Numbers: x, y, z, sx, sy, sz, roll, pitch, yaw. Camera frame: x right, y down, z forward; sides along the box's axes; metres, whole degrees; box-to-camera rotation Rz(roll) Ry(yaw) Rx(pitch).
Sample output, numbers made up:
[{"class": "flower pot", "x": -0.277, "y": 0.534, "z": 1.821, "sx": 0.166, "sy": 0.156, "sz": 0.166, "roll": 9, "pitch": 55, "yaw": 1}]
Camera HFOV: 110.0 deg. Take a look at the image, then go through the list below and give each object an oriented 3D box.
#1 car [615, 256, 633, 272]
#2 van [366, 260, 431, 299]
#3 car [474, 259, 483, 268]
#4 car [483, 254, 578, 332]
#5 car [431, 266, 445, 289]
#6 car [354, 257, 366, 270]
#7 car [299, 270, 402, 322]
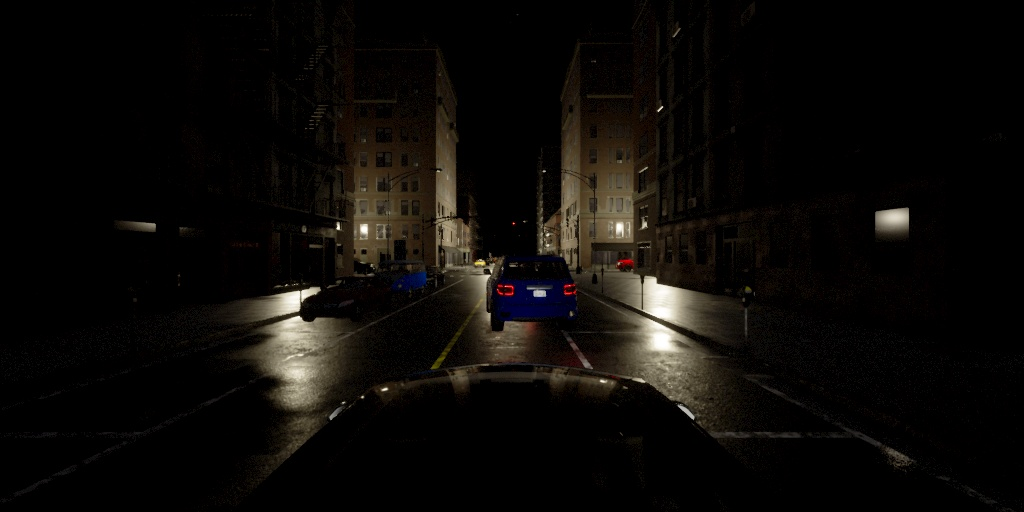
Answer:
[{"class": "car", "x": 15.329, "y": 0.880, "z": 43.071, "sx": 5.566, "sy": 2.045, "sz": 2.150, "roll": 0, "pitch": 0, "yaw": 0}, {"class": "van", "x": -5.393, "y": 1.091, "z": 17.614, "sx": 1.690, "sy": 1.789, "sz": 3.998, "roll": 0, "pitch": 0, "yaw": 0}, {"class": "car", "x": -5.393, "y": 1.276, "z": 60.813, "sx": 1.751, "sy": 1.417, "sz": 4.829, "roll": 0, "pitch": 0, "yaw": 0}, {"class": "car", "x": 0.360, "y": 0.972, "z": 11.050, "sx": 2.150, "sy": 2.045, "sz": 5.566, "roll": 0, "pitch": 0, "yaw": -6}, {"class": "car", "x": -5.392, "y": 1.301, "z": 23.020, "sx": 2.007, "sy": 1.370, "sz": 4.403, "roll": 0, "pitch": 0, "yaw": 0}, {"class": "car", "x": -18.167, "y": 1.066, "z": 40.065, "sx": 5.566, "sy": 2.045, "sz": 2.150, "roll": 0, "pitch": 0, "yaw": 0}, {"class": "car", "x": -5.394, "y": 1.332, "z": 12.208, "sx": 1.802, "sy": 1.307, "sz": 4.207, "roll": 0, "pitch": 0, "yaw": 0}]
